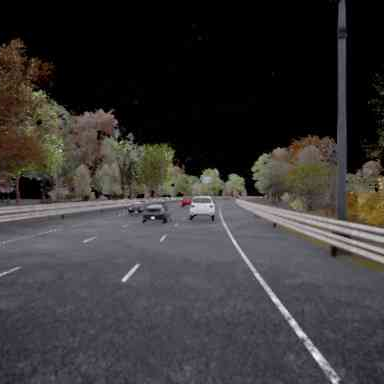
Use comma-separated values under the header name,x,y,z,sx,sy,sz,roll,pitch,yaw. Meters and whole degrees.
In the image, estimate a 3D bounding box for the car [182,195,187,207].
name,x,y,z,sx,sy,sz,roll,pitch,yaw
car,-0.481,1.580,57.256,2.150,2.045,5.566,0,0,5

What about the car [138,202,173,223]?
name,x,y,z,sx,sy,sz,roll,pitch,yaw
car,-2.726,1.656,26.706,1.837,1.490,4.892,0,0,3

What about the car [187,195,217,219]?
name,x,y,z,sx,sy,sz,roll,pitch,yaw
car,1.010,1.415,31.050,2.150,2.045,5.566,0,0,3

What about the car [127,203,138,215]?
name,x,y,z,sx,sy,sz,roll,pitch,yaw
car,-5.657,1.801,36.822,1.895,1.301,4.718,0,0,4
